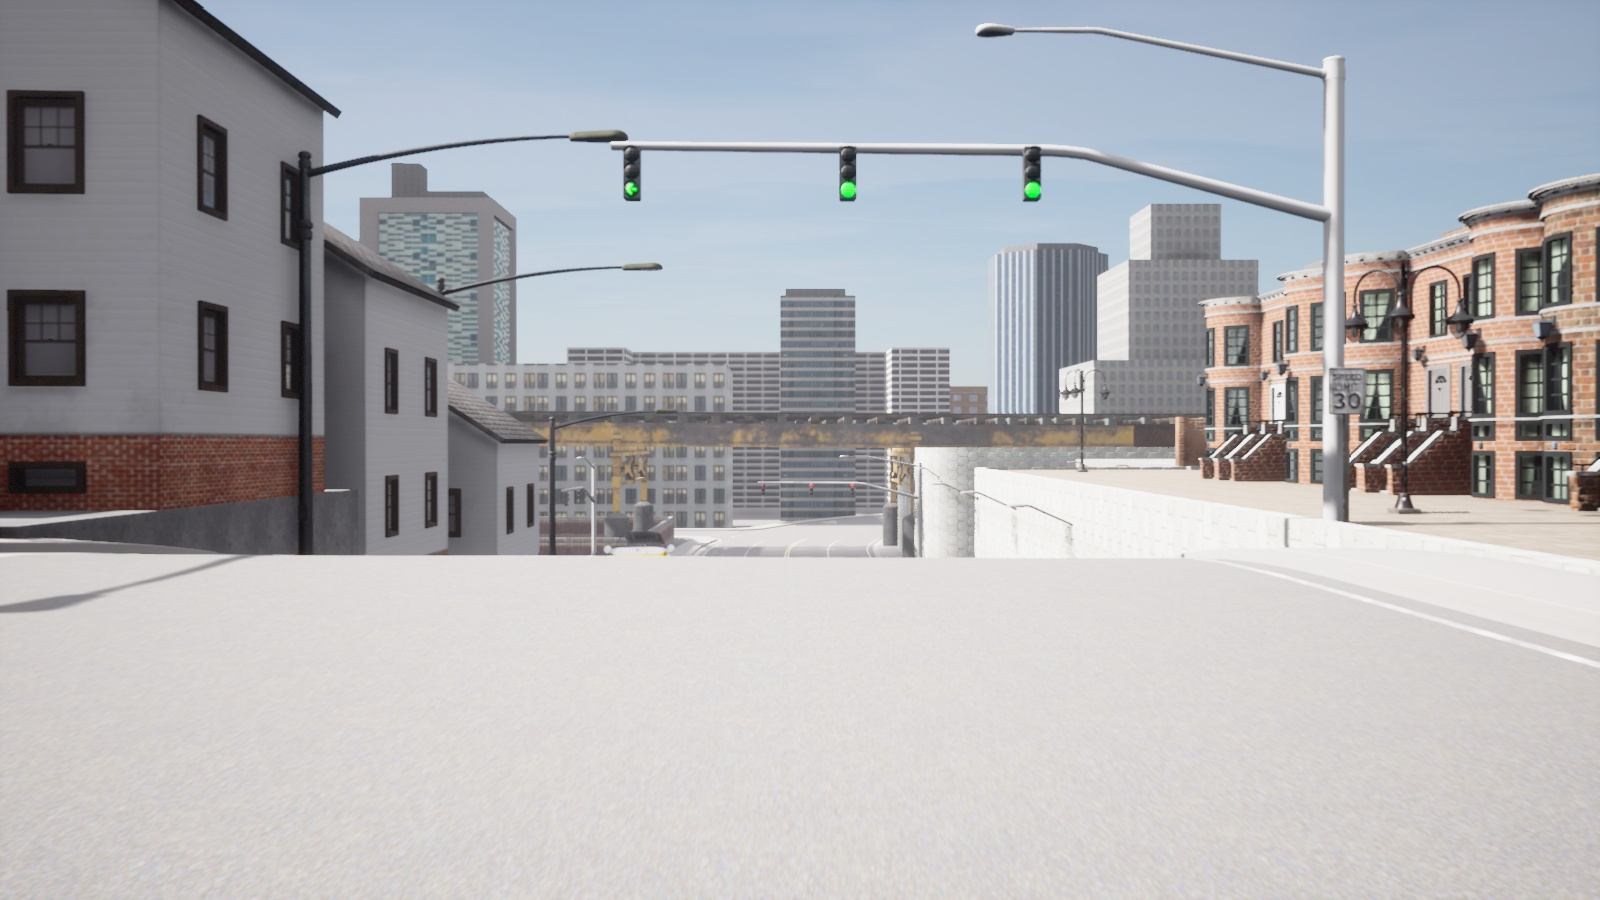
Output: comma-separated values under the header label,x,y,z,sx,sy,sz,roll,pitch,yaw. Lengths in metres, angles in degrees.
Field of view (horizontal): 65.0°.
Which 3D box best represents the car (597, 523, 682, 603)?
label,x,y,z,sx,sy,sz,roll,pitch,yaw
car,-3.342,2.413,26.480,1.481,1.376,2.207,-1,-13,0
